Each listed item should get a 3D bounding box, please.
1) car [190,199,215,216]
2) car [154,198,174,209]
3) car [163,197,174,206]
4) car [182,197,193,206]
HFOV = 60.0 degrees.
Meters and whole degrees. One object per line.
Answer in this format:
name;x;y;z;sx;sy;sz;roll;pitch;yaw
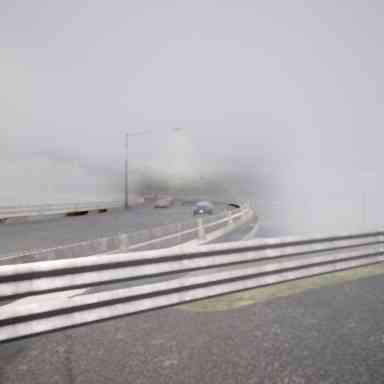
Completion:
car;1.301;1.665;33.729;1.812;1.442;4.674;0;0;10
car;-4.155;1.724;47.826;1.994;1.385;4.181;0;0;4
car;-4.316;1.739;61.035;1.812;1.442;4.674;0;0;-4
car;-0.734;1.580;59.389;2.097;1.767;4.553;0;0;-4
